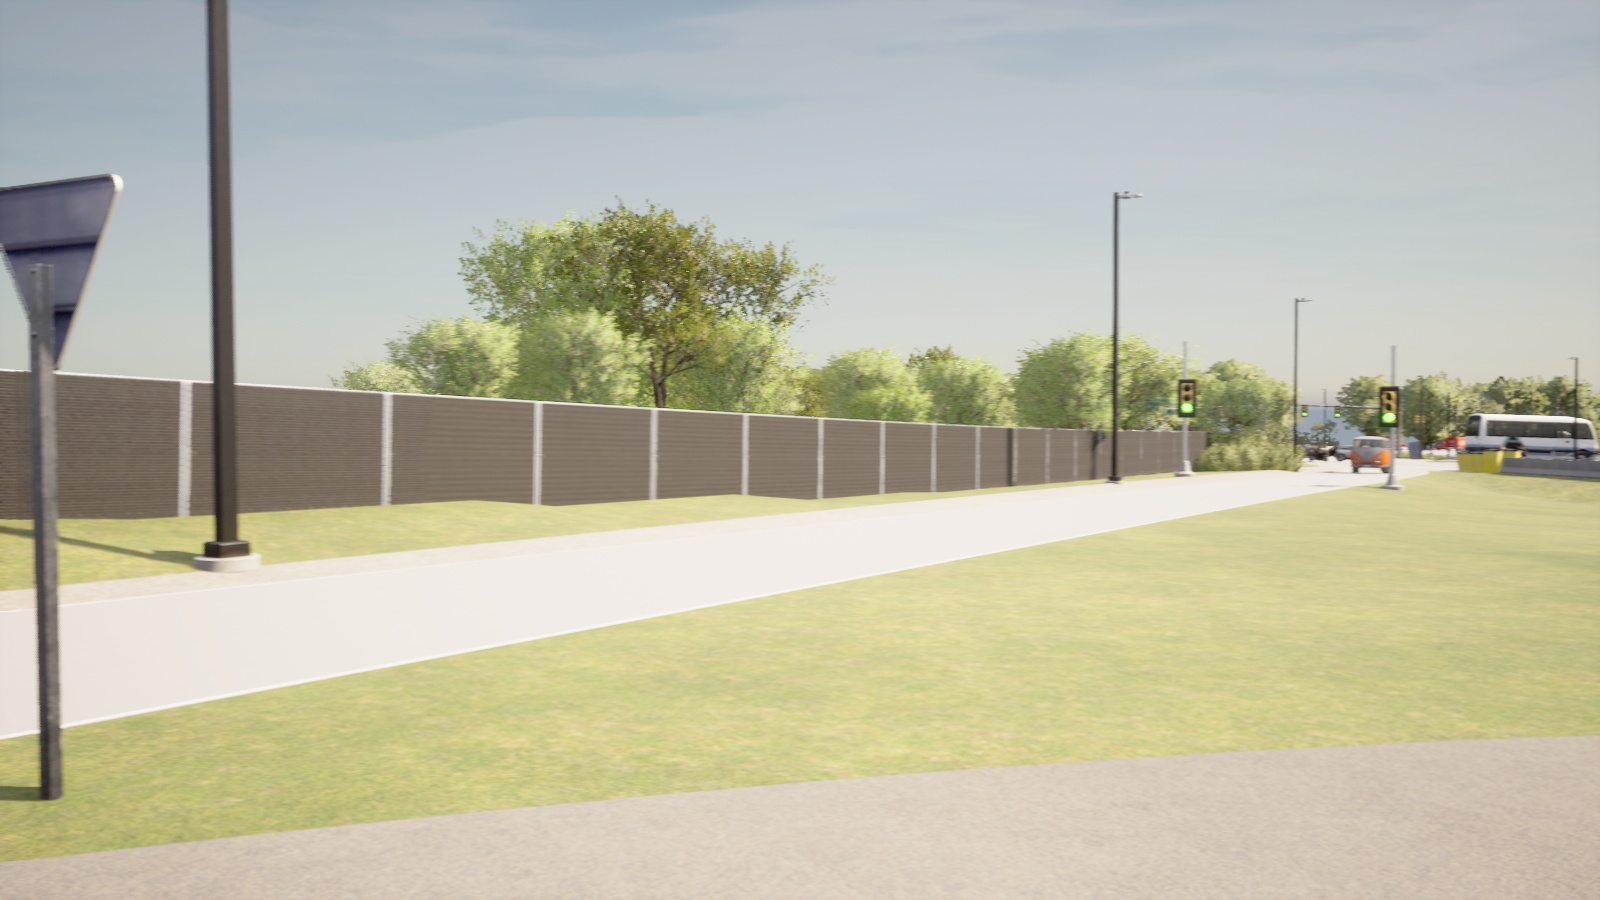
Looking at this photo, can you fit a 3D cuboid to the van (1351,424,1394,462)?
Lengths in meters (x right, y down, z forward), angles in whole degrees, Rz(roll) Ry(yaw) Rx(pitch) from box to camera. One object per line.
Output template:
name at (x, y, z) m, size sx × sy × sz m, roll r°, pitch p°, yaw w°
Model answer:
van at (30.778, -0.381, 67.468) m, size 1.775 × 1.987 × 4.442 m, roll 0°, pitch 0°, yaw 29°
